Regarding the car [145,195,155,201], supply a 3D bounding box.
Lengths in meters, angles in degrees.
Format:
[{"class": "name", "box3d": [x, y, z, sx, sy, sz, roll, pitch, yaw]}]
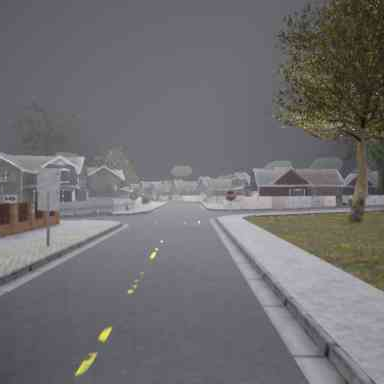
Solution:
[{"class": "car", "box3d": [-12.071, 1.600, 93.683, 2.097, 1.767, 4.553, 0, -1, -23]}]
